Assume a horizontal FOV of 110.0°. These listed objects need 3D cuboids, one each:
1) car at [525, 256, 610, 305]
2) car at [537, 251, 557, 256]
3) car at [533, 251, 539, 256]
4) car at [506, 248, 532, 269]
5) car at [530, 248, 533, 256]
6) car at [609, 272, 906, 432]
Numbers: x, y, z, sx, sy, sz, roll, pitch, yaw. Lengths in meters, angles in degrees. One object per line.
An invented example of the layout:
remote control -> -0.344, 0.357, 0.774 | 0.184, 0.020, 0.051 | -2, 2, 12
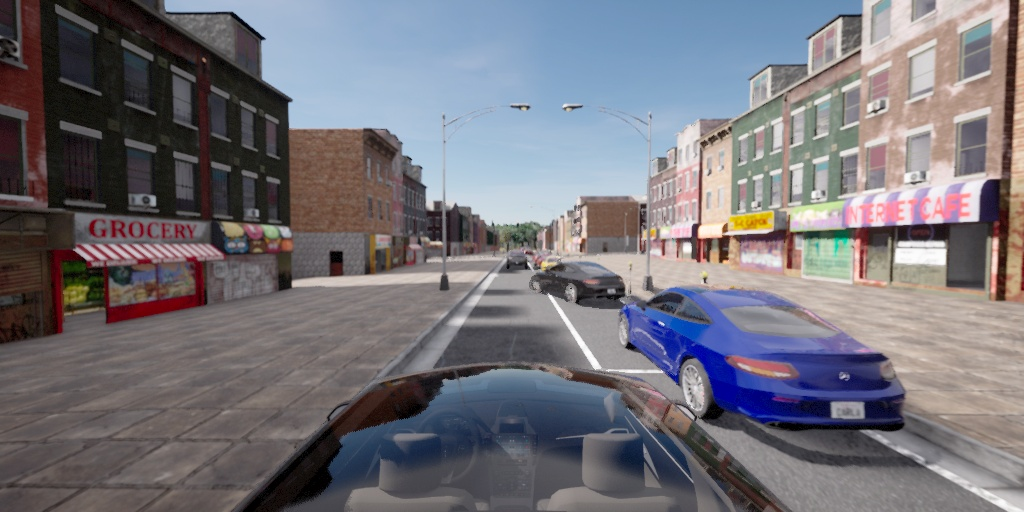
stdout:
car -> 2.379, 0.905, 13.837 | 1.812, 1.442, 4.674 | -1, 2, -22
car -> 2.933, 0.576, 25.096 | 1.751, 1.417, 4.829 | 0, 0, 1
car -> 3.001, 0.473, 30.390 | 1.802, 1.307, 4.207 | 0, 0, 1
car -> 0.472, 0.315, 32.619 | 2.128, 1.511, 4.902 | 0, 2, 1
car -> 3.070, 0.173, 35.854 | 1.967, 1.591, 4.097 | 0, 0, 1
car -> 3.071, 1.159, 5.546 | 1.812, 1.442, 4.674 | 0, 2, 1
